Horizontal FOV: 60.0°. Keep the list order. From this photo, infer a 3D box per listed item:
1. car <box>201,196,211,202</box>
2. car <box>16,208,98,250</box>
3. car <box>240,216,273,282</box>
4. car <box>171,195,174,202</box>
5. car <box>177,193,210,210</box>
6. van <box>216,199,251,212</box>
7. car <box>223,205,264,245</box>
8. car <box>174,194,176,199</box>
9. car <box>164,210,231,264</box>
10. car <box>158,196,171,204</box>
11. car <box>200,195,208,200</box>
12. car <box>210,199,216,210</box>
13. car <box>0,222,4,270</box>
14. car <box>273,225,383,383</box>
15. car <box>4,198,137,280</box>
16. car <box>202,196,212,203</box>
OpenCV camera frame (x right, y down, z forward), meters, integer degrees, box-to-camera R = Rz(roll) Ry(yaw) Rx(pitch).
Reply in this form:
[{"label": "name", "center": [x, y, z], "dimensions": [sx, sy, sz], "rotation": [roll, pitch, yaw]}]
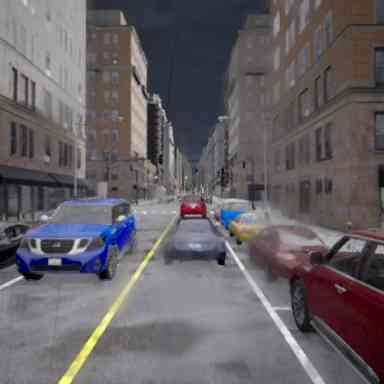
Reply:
[{"label": "car", "center": [3.132, 1.570, 75.208], "dimensions": [2.008, 1.369, 4.403], "rotation": [1, 0, 1]}, {"label": "car", "center": [-5.851, 1.550, 15.140], "dimensions": [1.887, 1.381, 4.507], "rotation": [1, 0, 0]}, {"label": "car", "center": [2.674, 1.586, 9.463], "dimensions": [1.802, 1.307, 4.206], "rotation": [1, 0, 0]}, {"label": "car", "center": [-5.464, 1.584, 69.781], "dimensions": [1.947, 1.339, 4.313], "rotation": [1, 0, 1]}, {"label": "car", "center": [0.092, 1.232, 28.372], "dimensions": [2.150, 2.045, 5.566], "rotation": [0, 0, 0]}, {"label": "van", "center": [2.678, 1.349, 20.810], "dimensions": [1.690, 1.788, 3.998], "rotation": [1, 0, 0]}, {"label": "car", "center": [2.676, 1.532, 15.307], "dimensions": [1.752, 1.417, 4.829], "rotation": [1, 0, 0]}, {"label": "car", "center": [-5.393, 1.570, 75.310], "dimensions": [2.008, 1.369, 4.403], "rotation": [1, 0, 1]}, {"label": "car", "center": [0.091, 1.569, 11.871], "dimensions": [1.994, 1.385, 4.181], "rotation": [0, 0, 0]}, {"label": "car", "center": [-5.535, 1.600, 64.252], "dimensions": [1.802, 1.307, 4.206], "rotation": [1, 0, 1]}, {"label": "car", "center": [3.344, 1.584, 91.799], "dimensions": [1.947, 1.339, 4.313], "rotation": [1, 0, 1]}, {"label": "car", "center": [2.676, 1.535, 26.654], "dimensions": [1.752, 1.417, 4.829], "rotation": [1, 0, 0]}, {"label": "car", "center": [-5.851, 1.569, 9.467], "dimensions": [1.947, 1.339, 4.313], "rotation": [1, 0, 0]}, {"label": "car", "center": [2.677, 1.317, 3.790], "dimensions": [2.192, 1.841, 5.009], "rotation": [1, 0, 0]}, {"label": "car", "center": [-3.100, 1.226, 10.279], "dimensions": [2.150, 2.045, 5.566], "rotation": [0, 0, 0]}, {"label": "car", "center": [3.061, 1.563, 69.678], "dimensions": [1.887, 1.381, 4.507], "rotation": [1, 0, 1]}]
